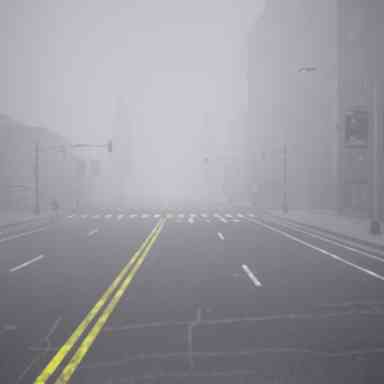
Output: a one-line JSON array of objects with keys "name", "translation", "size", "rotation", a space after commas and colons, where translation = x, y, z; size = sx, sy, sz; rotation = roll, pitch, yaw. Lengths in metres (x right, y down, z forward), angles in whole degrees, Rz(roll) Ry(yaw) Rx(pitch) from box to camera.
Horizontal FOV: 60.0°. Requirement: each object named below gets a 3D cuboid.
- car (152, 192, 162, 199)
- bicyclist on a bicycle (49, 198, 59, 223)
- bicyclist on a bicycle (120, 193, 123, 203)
[{"name": "car", "translation": [-8.137, 0.701, 77.469], "size": [2.097, 1.767, 4.553], "rotation": [0, 0, -5]}, {"name": "bicyclist on a bicycle", "translation": [-9.240, 1.260, 22.339], "size": [0.582, 1.620, 1.656], "rotation": [0, 0, -2]}, {"name": "bicyclist on a bicycle", "translation": [-11.467, 1.012, 53.907], "size": [0.582, 1.620, 1.656], "rotation": [0, 0, -5]}]
